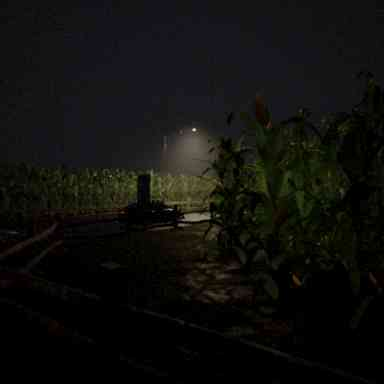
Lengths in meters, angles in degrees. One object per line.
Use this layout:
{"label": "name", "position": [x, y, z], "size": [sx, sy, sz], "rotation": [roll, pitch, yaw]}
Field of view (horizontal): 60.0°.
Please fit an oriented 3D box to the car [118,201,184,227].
{"label": "car", "position": [-2.400, 1.328, 20.907], "size": [1.837, 1.490, 4.892], "rotation": [1, 1, 35]}
